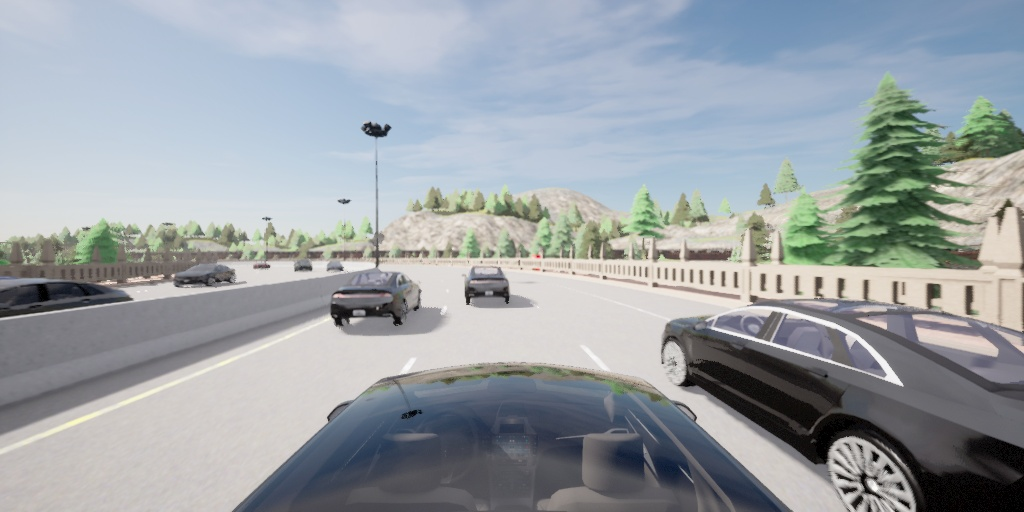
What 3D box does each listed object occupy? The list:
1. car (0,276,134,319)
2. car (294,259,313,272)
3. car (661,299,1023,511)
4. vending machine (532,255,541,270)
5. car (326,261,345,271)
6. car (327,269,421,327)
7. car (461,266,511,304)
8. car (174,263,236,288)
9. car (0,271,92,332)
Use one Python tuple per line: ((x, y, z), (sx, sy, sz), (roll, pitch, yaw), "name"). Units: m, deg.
((-10.973, 1.289, 7.585), (1.837, 1.490, 4.892), (0, 0, -5), "car")
((-28.491, 1.248, 49.026), (2.097, 1.767, 4.553), (-1, 0, -32), "car")
((3.381, 1.218, 3.959), (2.128, 1.511, 4.902), (0, 0, -2), "car")
((3.026, 0.823, 43.702), (1.100, 2.100, 0.880), (0, 0, -22), "vending machine")
((-23.325, 1.369, 47.286), (1.812, 1.442, 4.674), (0, 0, -30), "car")
((-4.120, 1.232, 11.522), (2.128, 1.511, 4.902), (0, 0, -6), "car")
((-1.208, 1.205, 16.135), (2.128, 1.511, 4.902), (0, 0, -8), "car")
((-21.215, 1.301, 24.981), (1.882, 1.535, 5.008), (0, 0, -17), "car")
((-14.609, 1.276, 9.306), (1.882, 1.535, 5.008), (0, 0, -6), "car")
